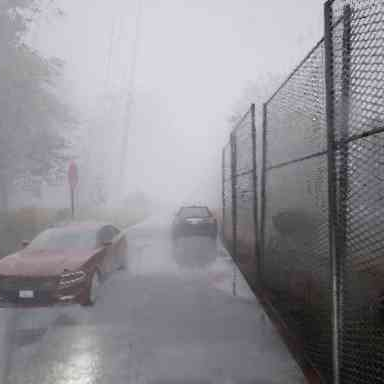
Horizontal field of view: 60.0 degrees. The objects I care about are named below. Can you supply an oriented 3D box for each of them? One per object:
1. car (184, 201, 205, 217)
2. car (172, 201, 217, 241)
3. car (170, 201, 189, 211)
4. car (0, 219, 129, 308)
[{"bbox_3d":[0.324,1.765,34.997,2.128,1.511,4.902,0,-1,2],"label":"car"},{"bbox_3d":[0.107,1.407,17.103,2.097,1.767,4.553,0,-1,0],"label":"car"},{"bbox_3d":[-1.790,2.068,49.286,2.033,1.411,5.357,0,-1,5],"label":"car"},{"bbox_3d":[-2.852,1.490,8.224,1.882,1.535,5.008,0,0,0],"label":"car"}]
